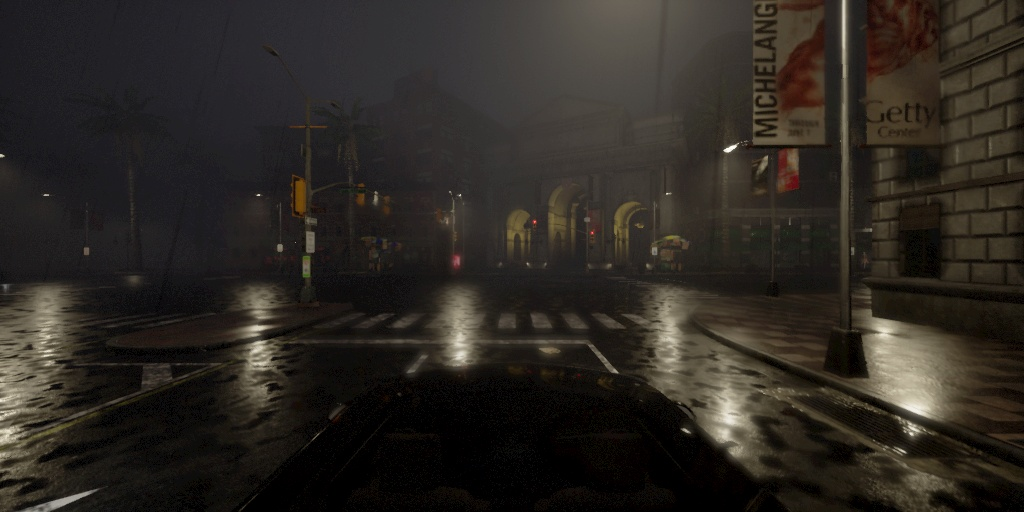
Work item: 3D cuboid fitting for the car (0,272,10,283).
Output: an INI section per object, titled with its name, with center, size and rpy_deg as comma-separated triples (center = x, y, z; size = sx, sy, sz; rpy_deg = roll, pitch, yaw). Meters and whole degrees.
[car]
center = -38.891, 1.351, 25.283
size = 4.718, 1.301, 1.895
rpy_deg = 0, 0, 0
